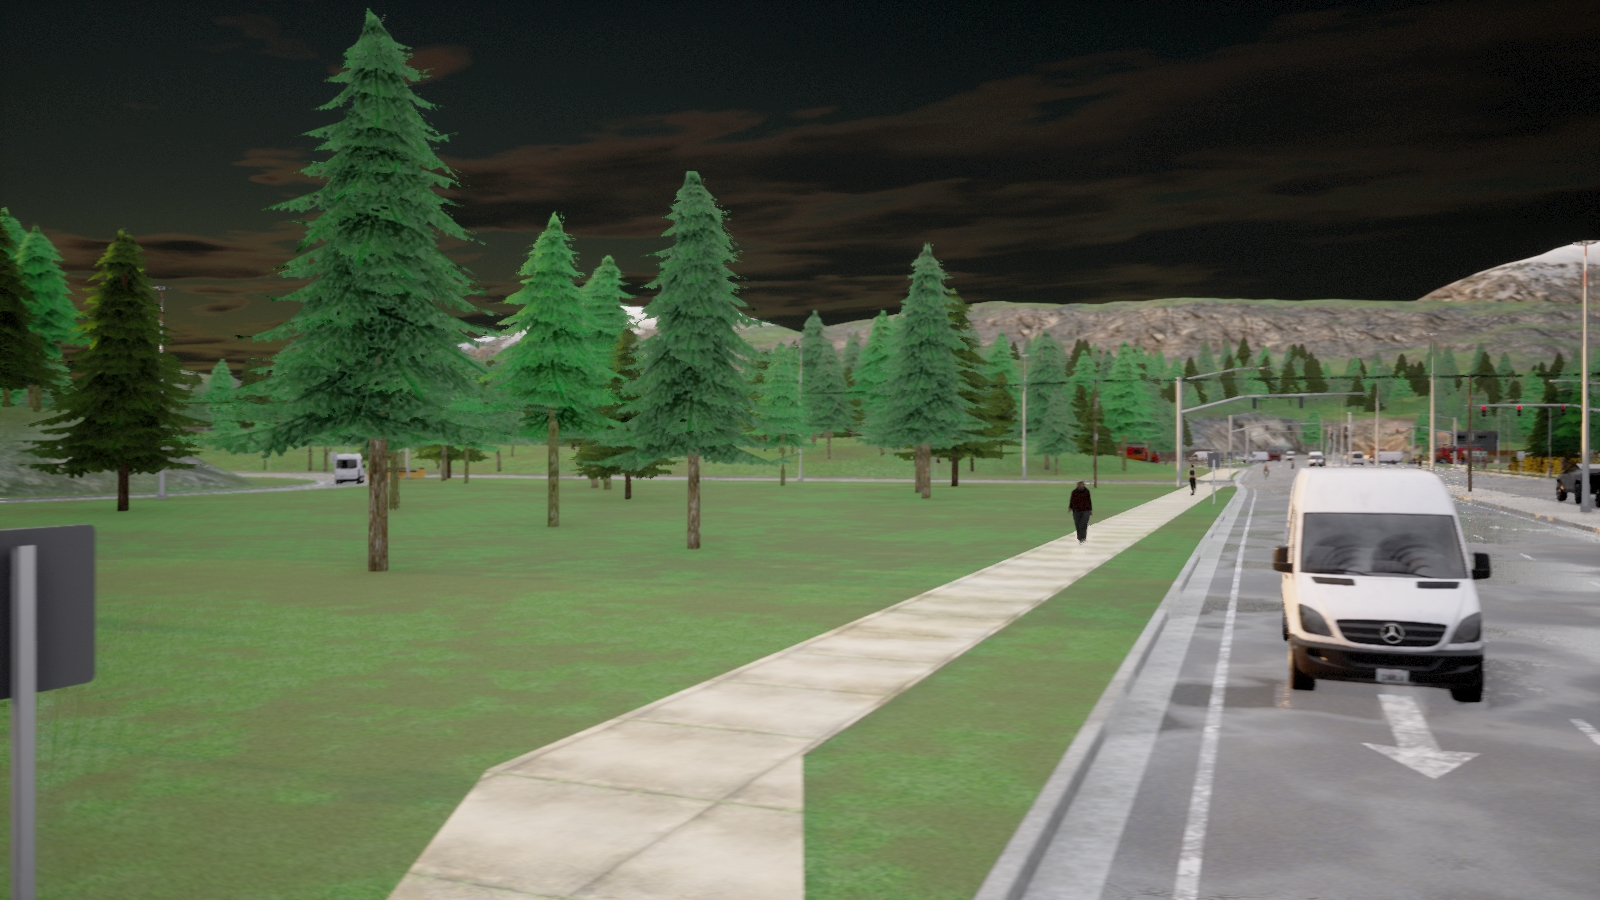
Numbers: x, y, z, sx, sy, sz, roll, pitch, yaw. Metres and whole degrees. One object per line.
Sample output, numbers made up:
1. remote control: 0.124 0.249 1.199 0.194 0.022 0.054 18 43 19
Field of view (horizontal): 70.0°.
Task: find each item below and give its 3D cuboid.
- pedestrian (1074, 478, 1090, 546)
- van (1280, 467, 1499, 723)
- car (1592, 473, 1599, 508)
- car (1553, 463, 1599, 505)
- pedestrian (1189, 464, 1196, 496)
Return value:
1. pedestrian: 7.843 1.711 31.771 0.375 1.860 0.375 0 0 22
2. van: 7.408 1.541 14.940 1.988 2.561 5.915 0 0 22
3. car: 39.648 1.990 54.424 2.242 1.667 4.611 0 0 22
4. car: 42.317 1.779 60.955 2.390 2.098 6.274 0 0 22
5. pedestrian: 22.695 1.727 66.076 0.375 1.860 0.375 0 0 23
